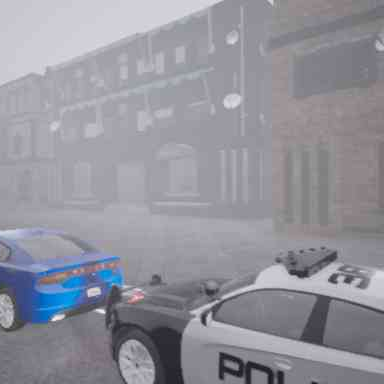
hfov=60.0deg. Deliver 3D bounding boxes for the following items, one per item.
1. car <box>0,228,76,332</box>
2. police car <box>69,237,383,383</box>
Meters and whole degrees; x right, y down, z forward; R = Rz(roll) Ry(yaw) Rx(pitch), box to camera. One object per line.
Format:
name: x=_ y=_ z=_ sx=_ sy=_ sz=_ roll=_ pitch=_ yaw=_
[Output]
car: x=-3.641 y=1.511 z=6.990 sx=5.008 sy=1.535 sz=1.882 roll=0 pitch=0 yaw=36
police car: x=1.134 y=1.448 z=3.542 sx=5.238 sy=1.638 sz=1.930 roll=0 pitch=0 yaw=36
